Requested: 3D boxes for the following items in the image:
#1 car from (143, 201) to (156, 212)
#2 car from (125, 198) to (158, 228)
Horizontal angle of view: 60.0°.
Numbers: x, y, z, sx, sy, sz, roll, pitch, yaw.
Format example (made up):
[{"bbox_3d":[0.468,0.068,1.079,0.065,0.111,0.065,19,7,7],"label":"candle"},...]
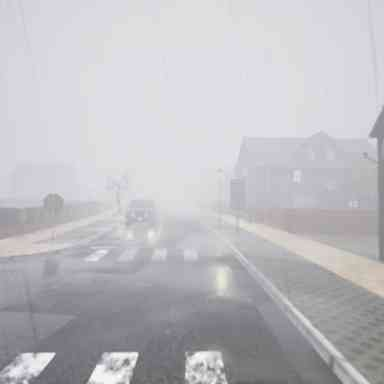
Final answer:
[{"bbox_3d":[-6.321,2.090,49.049,1.837,1.490,4.892,0,-1,-8],"label":"car"},{"bbox_3d":[-3.786,1.528,25.469,2.150,2.045,5.566,0,-1,-4],"label":"car"}]
